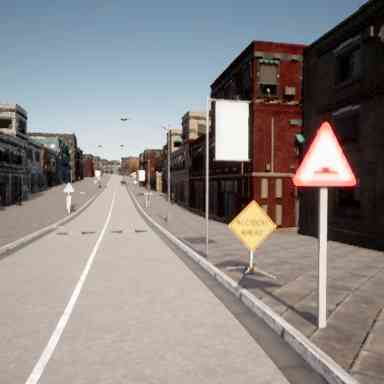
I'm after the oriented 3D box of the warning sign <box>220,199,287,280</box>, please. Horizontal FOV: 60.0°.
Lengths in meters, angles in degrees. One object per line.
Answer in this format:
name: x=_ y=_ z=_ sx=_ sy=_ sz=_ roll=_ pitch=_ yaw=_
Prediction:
warning sign: x=1.521 y=1.148 z=8.468 sx=1.300 sy=1.860 sz=1.060 roll=2 pitch=1 yaw=-12
